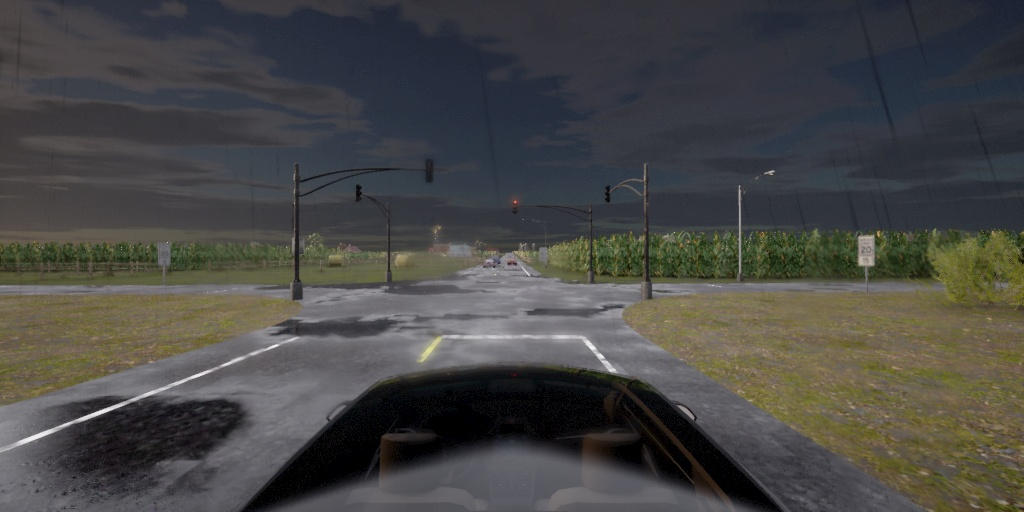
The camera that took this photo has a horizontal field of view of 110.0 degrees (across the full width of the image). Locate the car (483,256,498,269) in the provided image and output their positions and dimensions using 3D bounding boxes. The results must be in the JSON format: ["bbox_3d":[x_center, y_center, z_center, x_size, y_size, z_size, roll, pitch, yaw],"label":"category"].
[{"bbox_3d":[-3.591,1.219,56.892,1.812,1.442,4.674,0,0,0],"label":"car"}]
